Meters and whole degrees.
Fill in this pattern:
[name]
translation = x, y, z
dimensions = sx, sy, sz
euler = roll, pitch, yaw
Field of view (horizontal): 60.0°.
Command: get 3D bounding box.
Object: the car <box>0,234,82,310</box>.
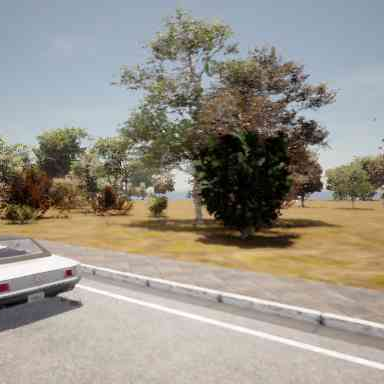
[car]
translation = -4.605, 1.602, 7.274
dimensions = 4.718, 1.301, 1.895
euler = 0, 0, 35
